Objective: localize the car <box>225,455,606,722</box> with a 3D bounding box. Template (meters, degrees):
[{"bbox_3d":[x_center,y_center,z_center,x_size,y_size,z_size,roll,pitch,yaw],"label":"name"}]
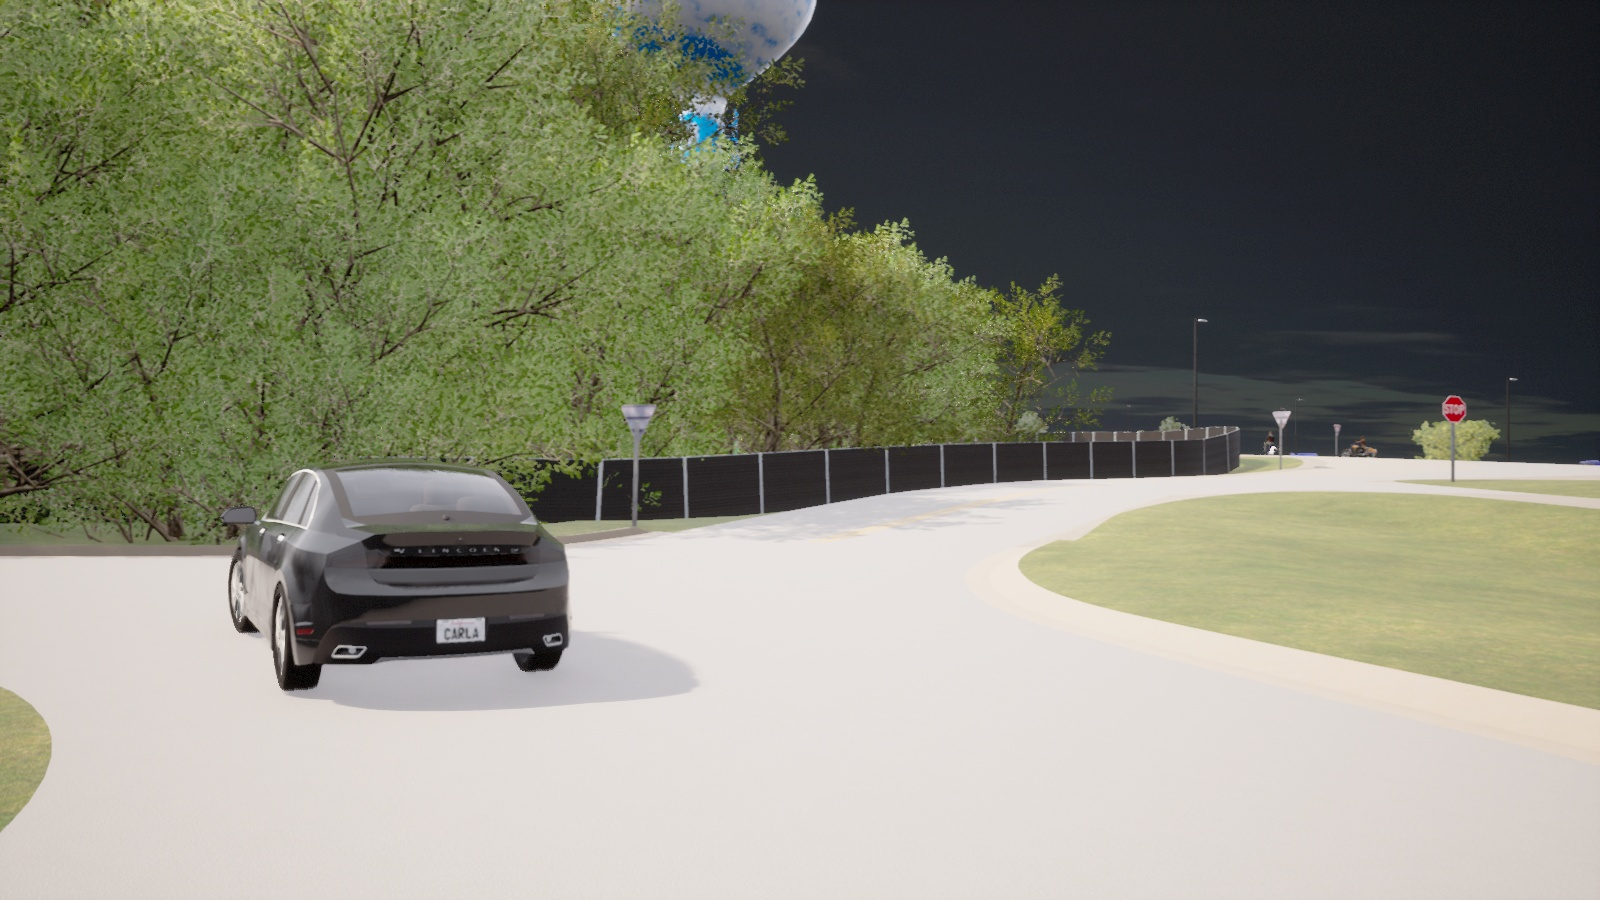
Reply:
[{"bbox_3d":[-3.286,0.833,9.895,1.837,1.490,4.892,1,0,-29],"label":"car"}]

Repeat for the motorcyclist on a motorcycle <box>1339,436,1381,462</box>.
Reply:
[{"bbox_3d":[36.860,-0.074,82.716,0.766,1.649,2.350,2,0,-43],"label":"motorcyclist on a motorcycle"}]
